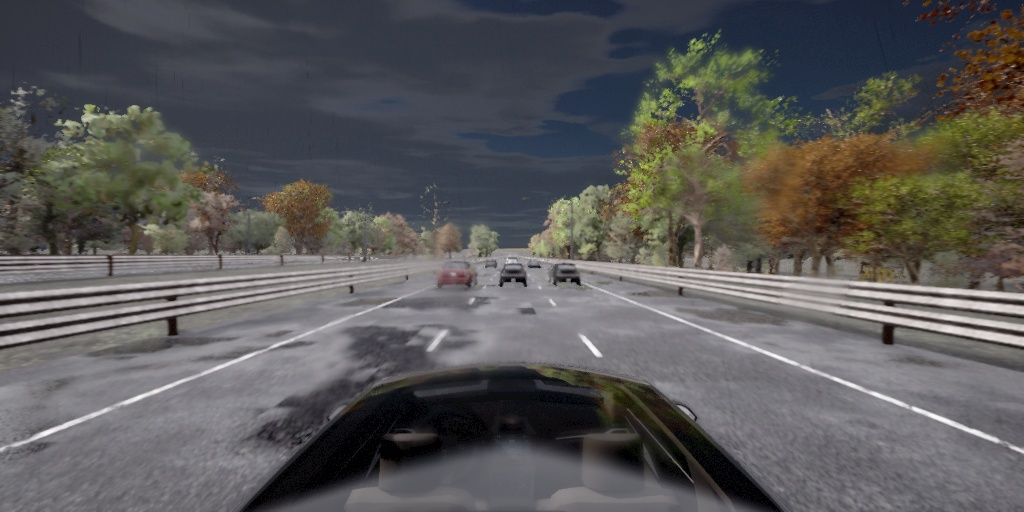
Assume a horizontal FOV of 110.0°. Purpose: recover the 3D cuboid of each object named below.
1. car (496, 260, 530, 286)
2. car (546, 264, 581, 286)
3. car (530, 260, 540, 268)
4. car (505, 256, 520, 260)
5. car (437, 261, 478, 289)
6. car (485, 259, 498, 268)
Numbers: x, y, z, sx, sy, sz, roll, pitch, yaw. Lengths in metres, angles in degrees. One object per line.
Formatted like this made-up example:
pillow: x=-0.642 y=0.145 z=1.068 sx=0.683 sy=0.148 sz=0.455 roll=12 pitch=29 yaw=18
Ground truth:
car: x=0.088 y=1.256 z=25.192 sx=1.837 sy=1.490 sz=4.892 roll=0 pitch=0 yaw=0
car: x=3.589 y=1.256 z=25.189 sx=1.837 sy=1.490 sz=4.892 roll=0 pitch=0 yaw=0
car: x=3.591 y=1.313 z=59.977 sx=1.994 sy=1.385 sz=4.181 roll=0 pitch=0 yaw=0
car: x=0.089 y=0.972 z=59.410 sx=2.150 sy=2.045 sz=5.566 roll=0 pitch=0 yaw=0
car: x=-3.417 y=1.100 z=23.181 sx=2.097 sy=1.767 sz=4.553 roll=0 pitch=0 yaw=0
car: x=-3.408 y=1.240 z=60.060 sx=2.128 sy=1.511 sz=4.902 roll=0 pitch=0 yaw=0
